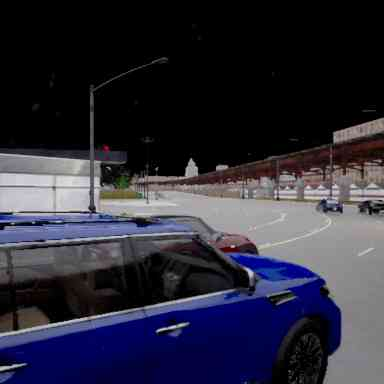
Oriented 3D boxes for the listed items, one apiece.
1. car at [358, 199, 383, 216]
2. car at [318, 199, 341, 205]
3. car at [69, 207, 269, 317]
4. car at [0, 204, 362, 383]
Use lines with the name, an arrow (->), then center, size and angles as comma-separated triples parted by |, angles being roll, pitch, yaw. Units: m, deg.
car -> 17.800, 1.505, 32.772 | 1.837, 1.490, 4.892 | 1, 0, 11
car -> 14.771, 1.526, 35.935 | 1.812, 1.442, 4.674 | 0, 0, 7
car -> -0.377, 1.352, 8.212 | 4.553, 1.767, 2.097 | 0, 0, -39
car -> -0.844, 1.221, 3.274 | 5.566, 2.045, 2.150 | 0, 0, -36
